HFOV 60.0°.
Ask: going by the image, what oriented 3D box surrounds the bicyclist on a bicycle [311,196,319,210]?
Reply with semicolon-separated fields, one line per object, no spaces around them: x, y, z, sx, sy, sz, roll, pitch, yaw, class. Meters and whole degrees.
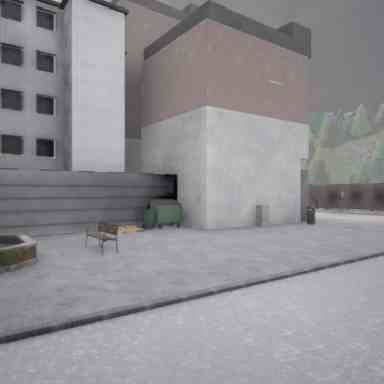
14.704;1.344;39.842;1.656;1.620;0.582;0;0;-36;bicyclist on a bicycle
